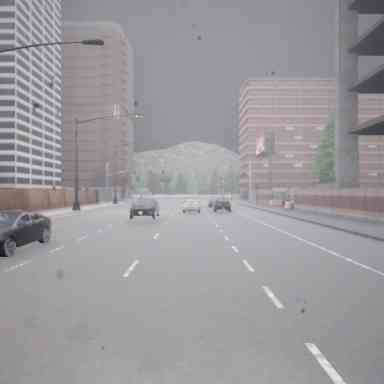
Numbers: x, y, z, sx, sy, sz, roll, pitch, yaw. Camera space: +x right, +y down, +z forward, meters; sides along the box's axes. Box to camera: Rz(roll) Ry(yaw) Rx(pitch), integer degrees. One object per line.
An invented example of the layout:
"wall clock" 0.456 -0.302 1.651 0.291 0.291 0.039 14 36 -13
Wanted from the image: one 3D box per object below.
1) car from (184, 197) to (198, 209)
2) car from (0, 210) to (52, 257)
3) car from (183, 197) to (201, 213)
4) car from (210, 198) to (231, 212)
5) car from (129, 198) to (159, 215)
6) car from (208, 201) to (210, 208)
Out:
"car" -0.106 1.478 47.394 1.882 1.535 5.008 0 0 0
"car" -7.135 1.490 12.897 2.128 1.511 4.902 0 0 0
"car" -0.056 1.526 37.135 1.812 1.442 4.674 0 0 0
"car" 3.416 1.505 38.445 1.837 1.490 4.892 0 0 0
"car" -3.607 1.196 25.911 1.882 1.535 5.008 0 0 0
"car" 3.337 1.601 47.967 1.895 1.301 4.718 0 0 0
